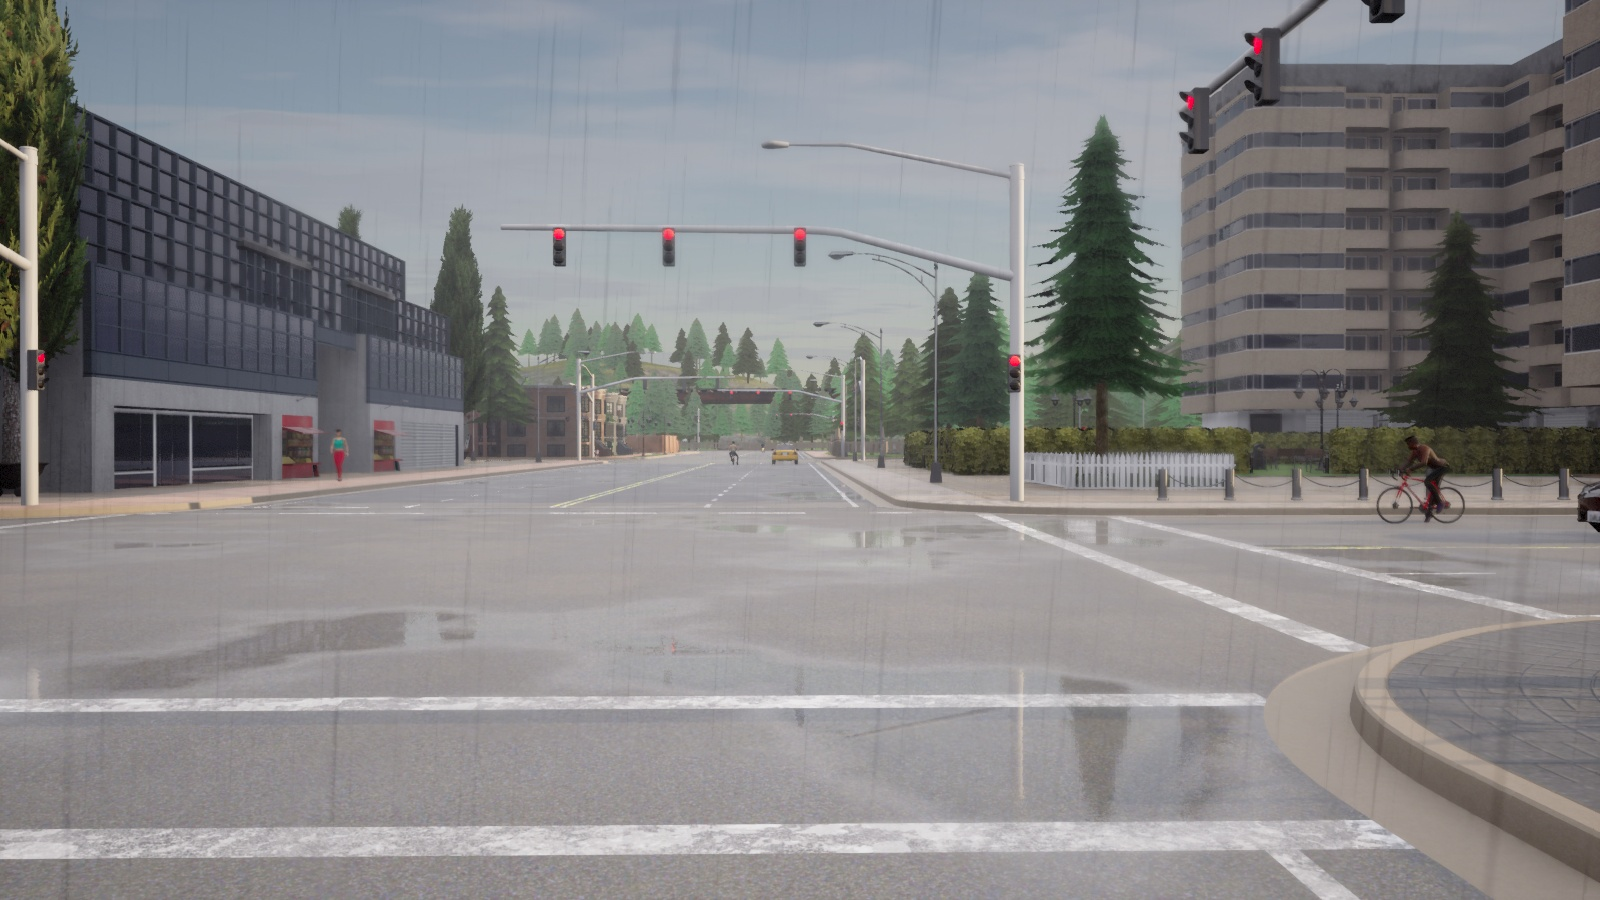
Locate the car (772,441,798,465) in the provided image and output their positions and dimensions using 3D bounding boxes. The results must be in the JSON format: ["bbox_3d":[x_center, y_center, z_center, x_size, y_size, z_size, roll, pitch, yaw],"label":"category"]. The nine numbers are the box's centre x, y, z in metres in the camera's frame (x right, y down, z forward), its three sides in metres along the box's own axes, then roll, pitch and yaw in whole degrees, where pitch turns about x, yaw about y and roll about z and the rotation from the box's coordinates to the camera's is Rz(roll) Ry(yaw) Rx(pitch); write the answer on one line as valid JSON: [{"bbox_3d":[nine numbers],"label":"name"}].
[{"bbox_3d":[-1.048,0.189,87.747,1.801,1.575,5.366,0,0,-1],"label":"car"}]

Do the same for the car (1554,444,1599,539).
[{"bbox_3d":[14.827,0.647,19.625,4.792,1.488,2.163,0,0,-1],"label":"car"}]

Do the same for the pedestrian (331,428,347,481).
[{"bbox_3d":[-15.928,0.147,43.392,0.345,1.836,0.594,0,0,-1],"label":"pedestrian"}]

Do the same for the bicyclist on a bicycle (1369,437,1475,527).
[{"bbox_3d":[11.414,0.578,23.080,1.656,1.620,0.582,0,0,-1],"label":"bicyclist on a bicycle"}]
